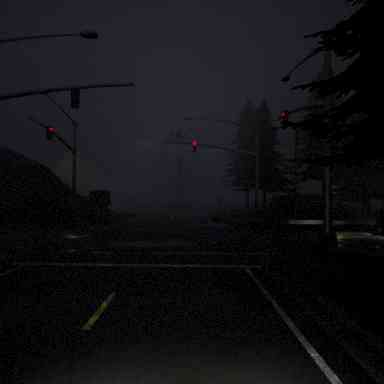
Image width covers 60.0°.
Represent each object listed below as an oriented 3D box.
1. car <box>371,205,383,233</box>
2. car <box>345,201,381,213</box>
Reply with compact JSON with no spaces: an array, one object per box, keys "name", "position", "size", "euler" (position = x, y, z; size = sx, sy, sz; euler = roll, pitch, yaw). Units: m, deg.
[{"name":"car","position":[14.196,1.869,21.184],"size":[4.553,1.767,2.097],"euler":[0,-1,0]},{"name":"car","position":[26.274,2.299,51.194],"size":[4.553,1.767,2.097],"euler":[0,-1,0]}]
